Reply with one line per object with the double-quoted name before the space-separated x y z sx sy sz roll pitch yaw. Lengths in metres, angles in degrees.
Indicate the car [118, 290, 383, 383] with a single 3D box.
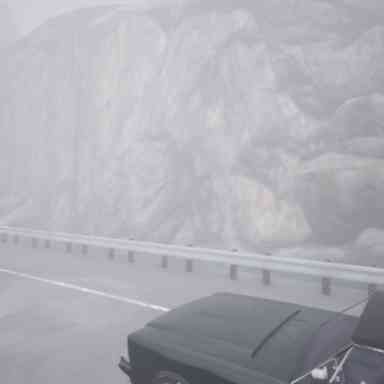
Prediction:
"car" 1.603 1.593 2.756 4.718 1.301 1.895 0 0 35
